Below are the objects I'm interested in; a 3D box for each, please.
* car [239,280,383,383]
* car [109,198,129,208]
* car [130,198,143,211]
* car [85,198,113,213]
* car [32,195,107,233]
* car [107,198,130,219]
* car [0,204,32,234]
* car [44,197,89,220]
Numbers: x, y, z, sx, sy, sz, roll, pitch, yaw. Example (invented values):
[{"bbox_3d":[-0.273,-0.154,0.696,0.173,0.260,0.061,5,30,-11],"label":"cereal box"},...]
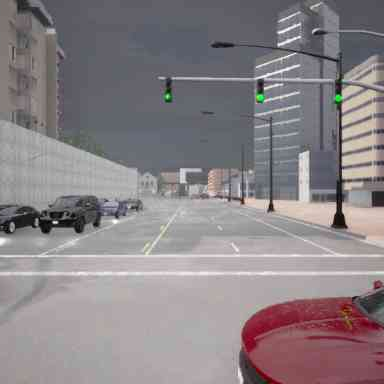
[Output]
[{"bbox_3d":[2.962,1.487,3.150,5.008,1.535,1.882,0,0,0],"label":"car"},{"bbox_3d":[-10.584,1.618,48.370,1.895,1.301,4.718,0,0,0],"label":"car"},{"bbox_3d":[-7.114,1.505,40.040,2.128,1.511,4.902,0,0,0],"label":"car"},{"bbox_3d":[-10.616,1.518,38.310,1.837,1.490,4.892,0,0,0],"label":"car"},{"bbox_3d":[-7.108,1.228,20.057,2.150,2.045,5.566,0,0,0],"label":"car"},{"bbox_3d":[-7.116,1.536,29.697,1.812,1.442,4.674,0,0,0],"label":"car"},{"bbox_3d":[-10.612,1.512,19.424,1.837,1.490,4.892,0,0,0],"label":"car"},{"bbox_3d":[-10.616,1.362,28.492,2.097,1.767,4.553,0,0,0],"label":"car"}]
